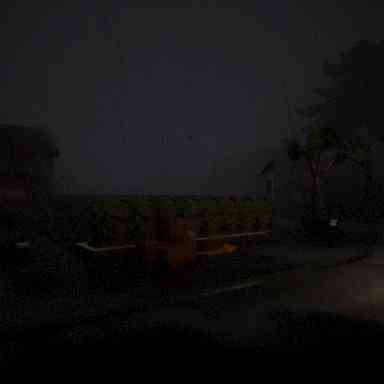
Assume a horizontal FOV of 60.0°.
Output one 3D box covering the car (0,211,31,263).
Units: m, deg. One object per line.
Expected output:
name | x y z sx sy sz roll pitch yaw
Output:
car | -6.510 1.356 10.753 2.033 1.415 5.357 0 0 -33
